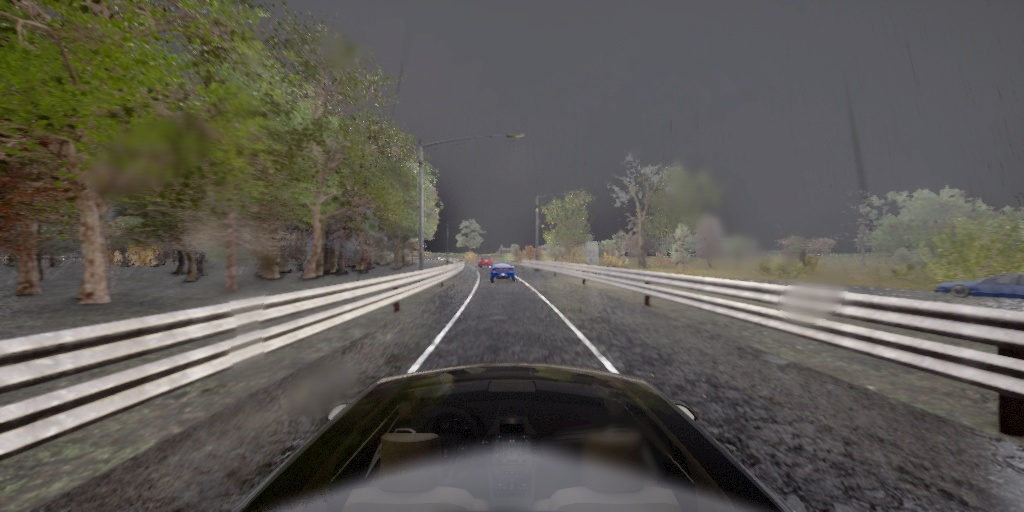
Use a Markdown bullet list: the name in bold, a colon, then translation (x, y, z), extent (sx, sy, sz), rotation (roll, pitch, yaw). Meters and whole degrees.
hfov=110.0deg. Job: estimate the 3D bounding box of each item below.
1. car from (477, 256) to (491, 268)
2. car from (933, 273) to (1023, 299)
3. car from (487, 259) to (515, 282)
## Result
- **car**: translation (-4.719, 0.957, 62.153), extent (2.150, 2.045, 5.566), rotation (0, 0, -10)
- **car**: translation (24.816, 1.540, 17.522), extent (2.033, 1.411, 5.357), rotation (0, 0, -21)
- **car**: translation (-0.869, 1.224, 29.576), extent (1.882, 1.535, 5.008), rotation (0, 0, -5)
